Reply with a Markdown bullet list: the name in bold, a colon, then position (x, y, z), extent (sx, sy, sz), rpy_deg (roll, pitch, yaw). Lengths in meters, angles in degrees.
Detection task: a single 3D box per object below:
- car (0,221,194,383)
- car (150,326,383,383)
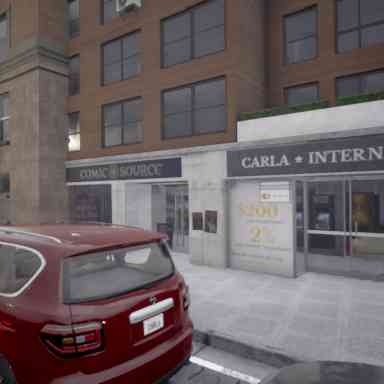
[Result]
- **car**: position (-2.303, 1.323, 4.498), extent (5.009, 1.841, 2.192), rpy_deg (0, -1, 35)
- **car**: position (2.161, 1.549, 1.316), extent (4.403, 1.369, 2.008), rpy_deg (0, -1, 35)
